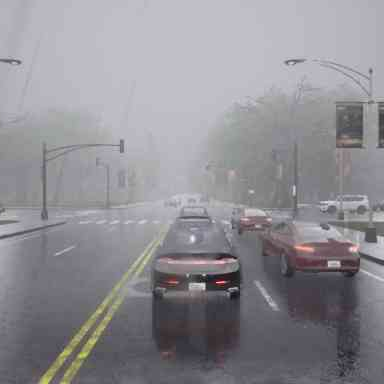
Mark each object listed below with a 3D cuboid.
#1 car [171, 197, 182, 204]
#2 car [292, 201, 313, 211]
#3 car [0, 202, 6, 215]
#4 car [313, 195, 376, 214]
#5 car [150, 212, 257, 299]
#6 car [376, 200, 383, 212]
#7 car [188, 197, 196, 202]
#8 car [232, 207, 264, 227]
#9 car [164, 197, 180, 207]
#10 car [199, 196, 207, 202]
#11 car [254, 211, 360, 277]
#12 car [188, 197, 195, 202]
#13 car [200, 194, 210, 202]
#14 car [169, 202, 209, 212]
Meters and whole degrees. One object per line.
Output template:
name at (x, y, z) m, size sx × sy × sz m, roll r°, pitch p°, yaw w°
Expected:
car at (-3.322, 1.846, 73.436) m, size 2.128 × 1.511 × 4.902 m, roll 0°, pitch -1°, yaw 0°
car at (14.826, 1.772, 40.736) m, size 4.718 × 1.301 × 1.895 m, roll 0°, pitch 0°, yaw 0°
car at (-20.171, 1.224, 30.493) m, size 5.566 × 2.045 × 2.150 m, roll 0°, pitch 0°, yaw -1°
car at (17.070, 1.398, 37.512) m, size 5.566 × 2.045 × 2.150 m, roll 0°, pitch 0°, yaw -1°
car at (0.092, 1.496, 8.421) m, size 2.128 × 1.511 × 4.902 m, roll 0°, pitch 0°, yaw 0°
car at (23.958, 1.694, 40.817) m, size 5.008 × 1.535 × 1.882 m, roll 0°, pitch 0°, yaw 0°
car at (-0.081, 1.893, 82.464) m, size 1.882 × 1.535 × 5.008 m, roll 0°, pitch -1°, yaw 0°
car at (3.342, 1.555, 18.947) m, size 1.812 × 1.442 × 4.674 m, roll 0°, pitch 0°, yaw 1°
car at (-3.398, 1.715, 53.672) m, size 2.033 × 1.411 × 5.357 m, roll 0°, pitch 0°, yaw 0°
car at (3.157, 1.952, 92.921) m, size 2.033 × 1.411 × 5.357 m, roll 0°, pitch -1°, yaw 0°
car at (3.336, 1.532, 10.138) m, size 1.812 × 1.442 × 4.674 m, roll 0°, pitch 0°, yaw 0°
car at (-0.093, 1.965, 92.918) m, size 1.994 × 1.385 × 4.181 m, roll 0°, pitch -1°, yaw 0°
car at (3.169, 1.642, 82.534) m, size 2.150 × 2.045 × 5.566 m, roll 0°, pitch -1°, yaw 0°
car at (0.084, 1.517, 17.829) m, size 2.128 × 1.511 × 4.902 m, roll 0°, pitch 0°, yaw 0°
